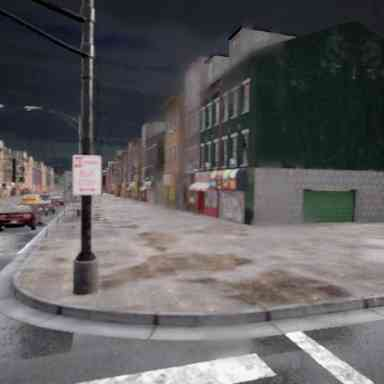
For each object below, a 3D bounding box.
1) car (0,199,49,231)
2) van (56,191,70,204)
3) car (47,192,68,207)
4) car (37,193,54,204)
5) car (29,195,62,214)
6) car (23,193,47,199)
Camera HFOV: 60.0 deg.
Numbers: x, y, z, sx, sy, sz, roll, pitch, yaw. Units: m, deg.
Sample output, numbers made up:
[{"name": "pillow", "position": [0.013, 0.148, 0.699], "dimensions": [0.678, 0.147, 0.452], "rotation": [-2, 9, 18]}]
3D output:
[{"name": "car", "position": [-9.452, 1.311, 18.570], "dimensions": [1.887, 1.381, 4.507], "rotation": [-1, 1, -17]}, {"name": "van", "position": [-19.415, 0.768, 50.231], "dimensions": [1.690, 1.788, 3.998], "rotation": [-1, 1, -17]}, {"name": "car", "position": [-16.092, 1.085, 39.680], "dimensions": [1.887, 1.381, 4.507], "rotation": [-1, 1, -17]}, {"name": "car", "position": [-22.314, 0.902, 50.725], "dimensions": [1.837, 1.490, 4.892], "rotation": [0, 0, -17]}, {"name": "car", "position": [-12.772, 1.235, 29.126], "dimensions": [1.802, 1.307, 4.206], "rotation": [-1, 1, -17]}, {"name": "car", "position": [-18.331, 1.008, 38.398], "dimensions": [1.882, 1.535, 5.008], "rotation": [0, 0, -18]}]
